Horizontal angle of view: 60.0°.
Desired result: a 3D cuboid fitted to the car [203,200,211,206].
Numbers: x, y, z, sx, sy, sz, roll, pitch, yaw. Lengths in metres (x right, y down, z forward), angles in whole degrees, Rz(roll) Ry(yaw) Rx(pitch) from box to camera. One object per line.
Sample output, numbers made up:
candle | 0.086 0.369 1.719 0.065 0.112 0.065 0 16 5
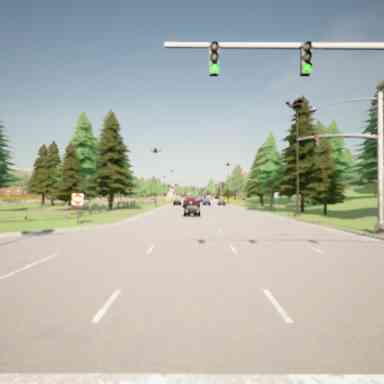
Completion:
car | 3.514 2.549 79.101 1.812 1.442 4.674 0 -1 0

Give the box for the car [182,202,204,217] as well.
car | 0.016 2.145 37.686 1.895 1.301 4.718 1 -1 0

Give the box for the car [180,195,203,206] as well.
car | -0.019 1.046 37.769 1.812 1.442 4.674 1 -2 3

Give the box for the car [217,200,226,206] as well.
car | 7.014 2.550 79.100 2.128 1.511 4.902 0 -1 0

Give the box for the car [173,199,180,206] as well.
car | -3.486 2.503 79.103 1.882 1.535 5.008 0 -1 0
